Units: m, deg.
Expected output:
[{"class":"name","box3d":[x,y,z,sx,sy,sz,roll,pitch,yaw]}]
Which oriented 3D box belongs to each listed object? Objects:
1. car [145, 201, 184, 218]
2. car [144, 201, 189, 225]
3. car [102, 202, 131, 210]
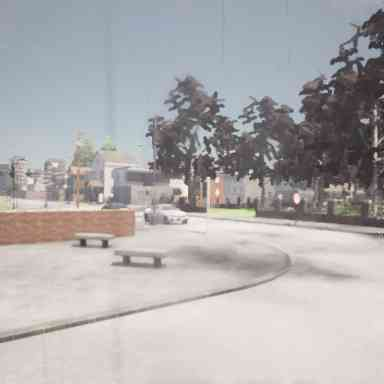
[{"class":"car","box3d":[-2.924,1.734,34.324,1.837,1.490,4.892,1,-1,-36]},{"class":"car","box3d":[-2.098,1.700,25.976,1.812,1.442,4.674,1,-1,-36]},{"class":"car","box3d":[-7.697,1.739,33.860,1.994,1.385,4.181,1,-1,-35]}]
